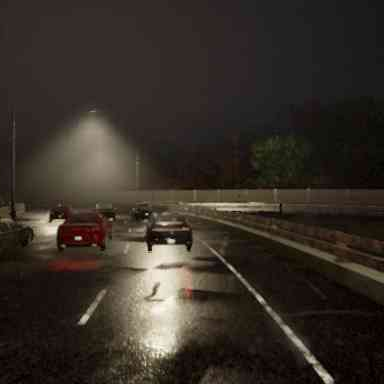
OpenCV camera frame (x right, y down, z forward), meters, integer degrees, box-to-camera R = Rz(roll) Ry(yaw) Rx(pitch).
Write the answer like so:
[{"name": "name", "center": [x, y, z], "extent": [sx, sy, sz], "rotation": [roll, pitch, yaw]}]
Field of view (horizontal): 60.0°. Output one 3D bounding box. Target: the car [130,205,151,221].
[{"name": "car", "center": [-4.489, 1.885, 30.571], "extent": [1.994, 1.385, 4.181], "rotation": [0, -1, -17]}]

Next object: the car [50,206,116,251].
[{"name": "car", "center": [-4.722, 1.640, 15.170], "extent": [1.882, 1.535, 5.008], "rotation": [0, 0, -9]}]

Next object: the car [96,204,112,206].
[{"name": "car", "center": [-7.914, 1.809, 29.804], "extent": [2.128, 1.511, 4.902], "rotation": [0, 0, -17]}]

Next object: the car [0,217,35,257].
[{"name": "car", "center": [-7.927, 1.692, 13.041], "extent": [2.033, 1.411, 5.357], "rotation": [0, -1, -8]}]

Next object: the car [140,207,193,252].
[{"name": "car", "center": [-1.131, 1.648, 14.852], "extent": [2.128, 1.511, 4.902], "rotation": [0, 0, -8]}]

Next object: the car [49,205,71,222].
[{"name": "car", "center": [-11.408, 1.840, 29.264], "extent": [1.812, 1.442, 4.674], "rotation": [0, 0, -17]}]
